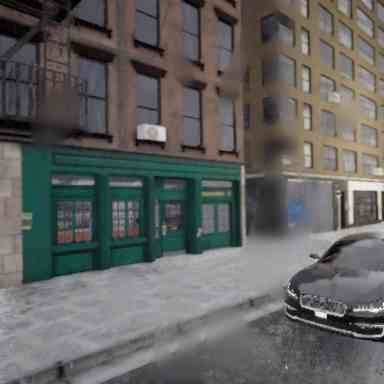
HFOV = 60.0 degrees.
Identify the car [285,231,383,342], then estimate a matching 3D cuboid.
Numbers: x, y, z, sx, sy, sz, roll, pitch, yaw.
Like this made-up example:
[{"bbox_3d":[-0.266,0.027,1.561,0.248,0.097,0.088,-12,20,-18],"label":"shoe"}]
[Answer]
[{"bbox_3d":[3.763,1.622,6.766,4.892,1.490,1.837,-1,-1,-42],"label":"car"}]
